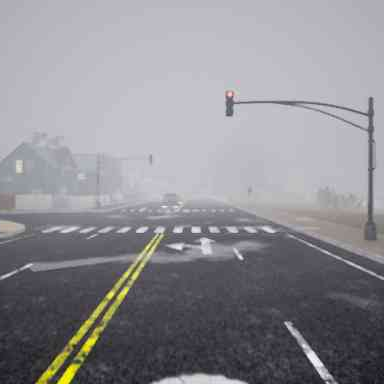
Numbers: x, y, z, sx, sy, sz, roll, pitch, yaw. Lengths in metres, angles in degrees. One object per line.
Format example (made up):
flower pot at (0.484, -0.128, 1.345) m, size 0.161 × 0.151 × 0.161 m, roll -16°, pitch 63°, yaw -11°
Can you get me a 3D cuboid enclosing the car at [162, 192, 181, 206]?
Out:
car at (-3.240, 1.116, 50.519) m, size 2.150 × 2.045 × 5.566 m, roll 0°, pitch 2°, yaw 0°
